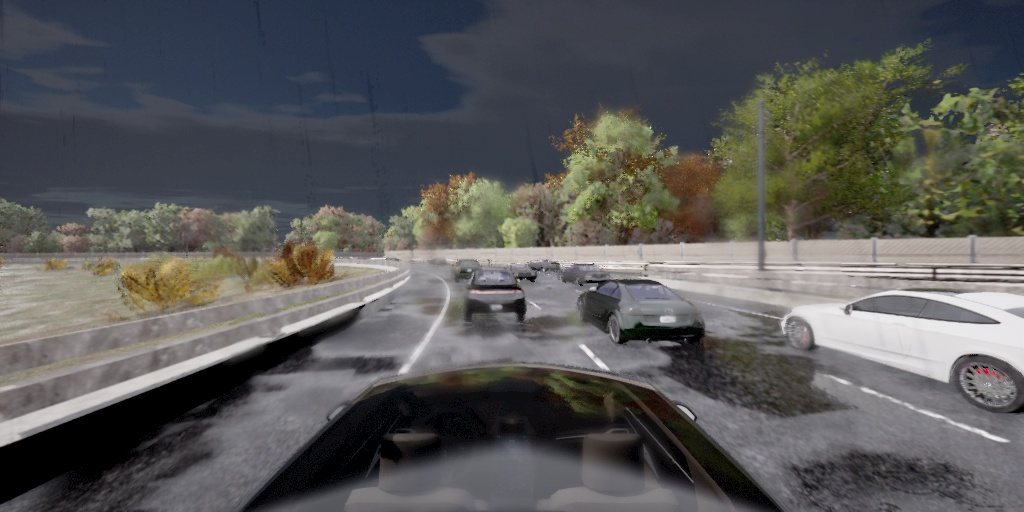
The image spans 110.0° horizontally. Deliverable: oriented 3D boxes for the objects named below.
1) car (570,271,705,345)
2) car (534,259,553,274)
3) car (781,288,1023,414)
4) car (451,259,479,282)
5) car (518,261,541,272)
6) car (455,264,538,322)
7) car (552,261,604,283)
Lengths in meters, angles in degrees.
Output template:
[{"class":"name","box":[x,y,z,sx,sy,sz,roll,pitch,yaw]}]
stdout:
[{"class":"car","box":[3.088,1.279,9.445,1.994,1.385,4.181,0,0,-4]},{"class":"car","box":[3.194,1.085,39.240,2.128,1.511,4.902,-1,0,-36]},{"class":"car","box":[6.822,1.238,5.829,1.812,1.442,4.674,0,0,-2]},{"class":"car","box":[-3.551,1.036,27.780,2.097,1.767,4.553,0,0,-14]},{"class":"car","box":[0.341,1.271,26.738,1.895,1.301,4.718,0,0,-13]},{"class":"car","box":[-0.672,1.212,12.297,2.128,1.511,4.902,0,0,-6]},{"class":"car","box":[4.643,1.212,23.597,2.033,1.411,5.357,-1,0,-11]}]
